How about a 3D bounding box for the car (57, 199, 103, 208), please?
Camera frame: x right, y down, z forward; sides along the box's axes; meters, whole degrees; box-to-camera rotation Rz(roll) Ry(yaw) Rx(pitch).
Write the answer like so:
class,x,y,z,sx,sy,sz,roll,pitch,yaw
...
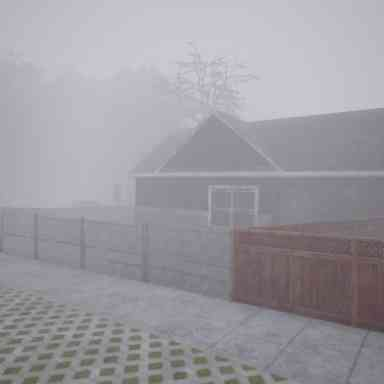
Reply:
class,x,y,z,sx,sy,sz,roll,pitch,yaw
car,-10.748,1.500,32.050,1.837,1.490,4.892,2,2,35
